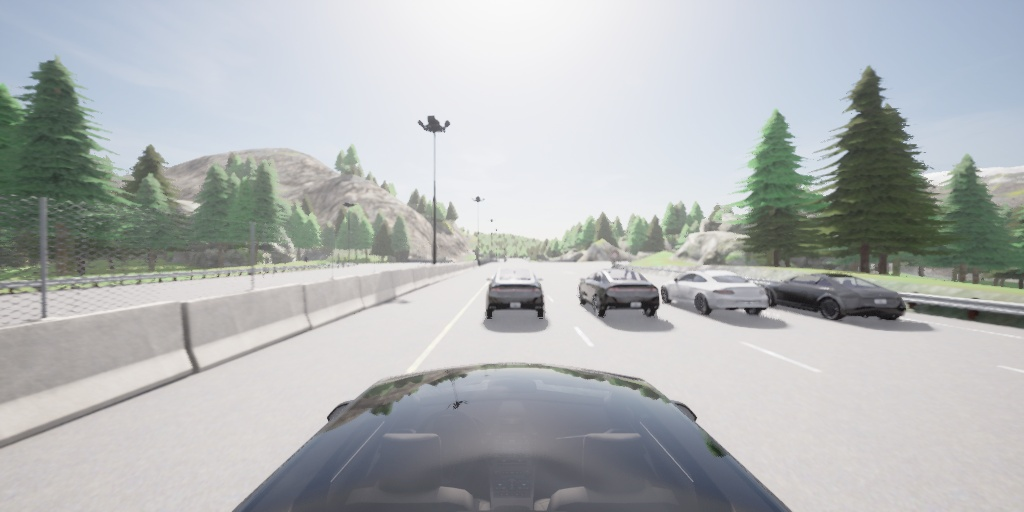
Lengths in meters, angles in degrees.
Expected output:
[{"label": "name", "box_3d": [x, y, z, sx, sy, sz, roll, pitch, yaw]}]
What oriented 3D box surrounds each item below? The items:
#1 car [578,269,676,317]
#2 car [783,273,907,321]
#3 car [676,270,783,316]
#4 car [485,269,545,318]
[{"label": "car", "box_3d": [3.599, 1.195, 12.838, 2.128, 1.511, 4.902, 0, 0, 0]}, {"label": "car", "box_3d": [10.600, 1.269, 12.318, 1.994, 1.385, 4.181, 0, 0, 0]}, {"label": "car", "box_3d": [7.087, 1.228, 13.035, 1.812, 1.442, 4.674, 0, 0, 0]}, {"label": "car", "box_3d": [0.099, 1.196, 12.747, 2.128, 1.511, 4.902, 0, 0, 0]}]
